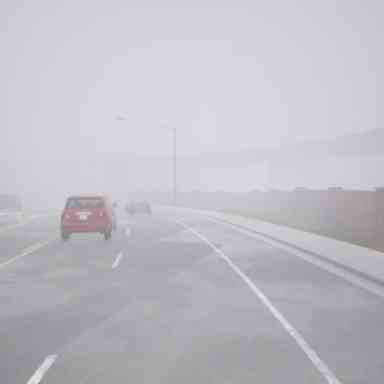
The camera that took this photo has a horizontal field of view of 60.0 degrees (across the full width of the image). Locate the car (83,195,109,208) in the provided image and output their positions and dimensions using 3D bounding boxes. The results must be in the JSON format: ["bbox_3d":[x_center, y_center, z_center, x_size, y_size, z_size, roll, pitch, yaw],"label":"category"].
[{"bbox_3d":[-13.466,1.255,46.302,1.801,1.575,5.366,-1,1,-36],"label":"car"}]

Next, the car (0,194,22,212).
[{"bbox_3d":[-21.776,1.206,39.490,2.150,2.045,5.566,-1,0,-37],"label":"car"}]

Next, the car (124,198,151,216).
[{"bbox_3d":[-4.988,1.332,30.307,2.128,1.511,4.902,-1,0,-19],"label":"car"}]

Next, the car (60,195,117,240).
[{"bbox_3d":[-5.041,1.150,16.719,2.150,2.045,5.566,0,0,-10],"label":"car"}]
